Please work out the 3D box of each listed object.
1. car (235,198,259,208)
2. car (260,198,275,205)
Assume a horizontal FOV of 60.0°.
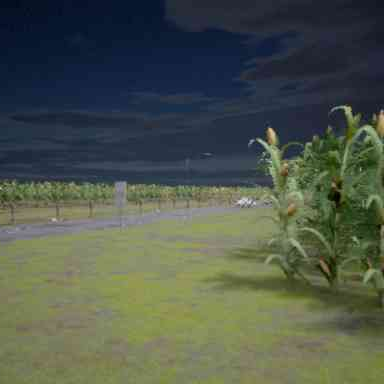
[{"bbox_3d":[8.102,1.577,50.240,1.812,1.442,4.674,0,0,31],"label":"car"},{"bbox_3d":[13.341,1.646,58.955,1.895,1.301,4.718,0,0,35],"label":"car"}]
